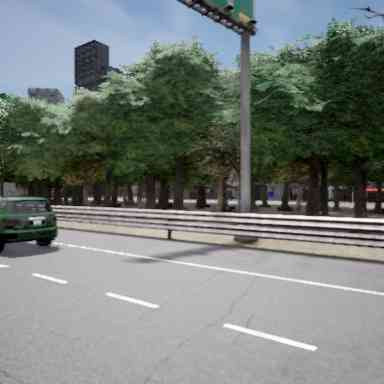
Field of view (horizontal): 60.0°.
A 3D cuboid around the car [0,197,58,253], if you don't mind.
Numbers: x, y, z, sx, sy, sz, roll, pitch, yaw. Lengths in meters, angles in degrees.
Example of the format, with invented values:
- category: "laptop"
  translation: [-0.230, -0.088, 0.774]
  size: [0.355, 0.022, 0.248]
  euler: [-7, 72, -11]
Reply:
- category: "car"
  translation: [-7.863, 1.224, 13.772]
  size: [5.566, 2.045, 2.150]
  euler: [0, 0, 35]
